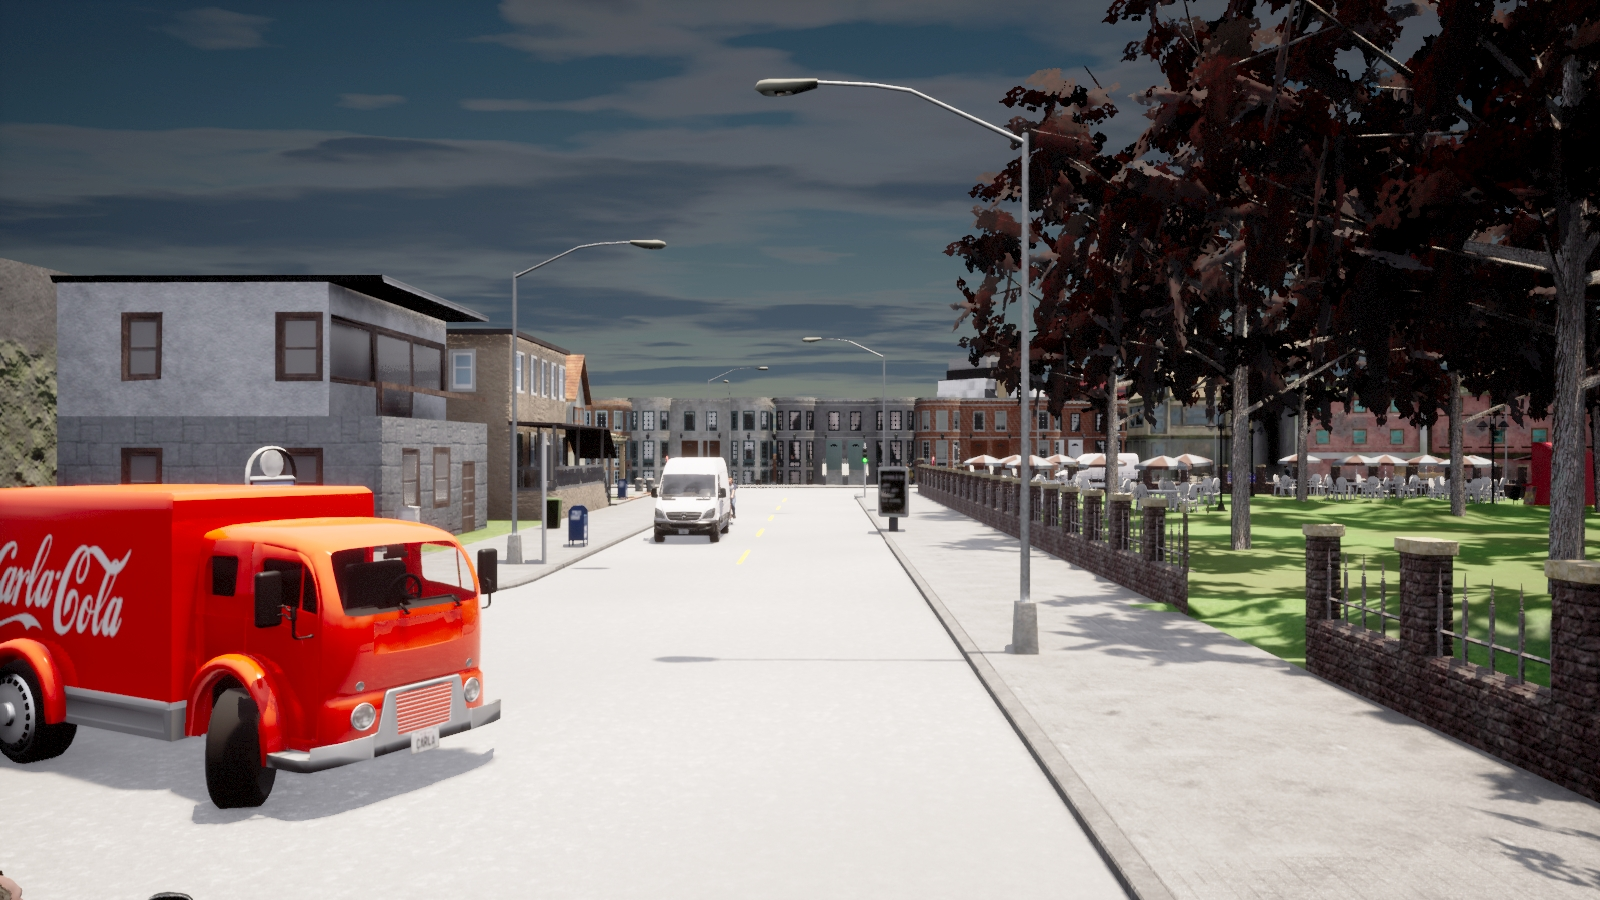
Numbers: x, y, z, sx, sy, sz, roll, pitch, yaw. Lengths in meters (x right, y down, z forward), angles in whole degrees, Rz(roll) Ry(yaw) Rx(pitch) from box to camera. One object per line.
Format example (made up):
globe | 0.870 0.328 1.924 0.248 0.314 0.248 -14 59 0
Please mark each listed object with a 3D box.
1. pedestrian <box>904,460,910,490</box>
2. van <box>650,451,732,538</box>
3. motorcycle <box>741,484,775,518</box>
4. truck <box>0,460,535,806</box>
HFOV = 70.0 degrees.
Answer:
pedestrian | 6.566 1.516 70.147 0.375 1.860 0.375 0 0 3
van | -3.393 1.314 36.728 1.988 2.561 5.915 0 0 1
motorcycle | -1.677 1.985 45.065 0.867 1.251 2.209 0 0 -15
truck | -5.367 1.348 10.685 5.204 2.467 2.627 0 0 29
